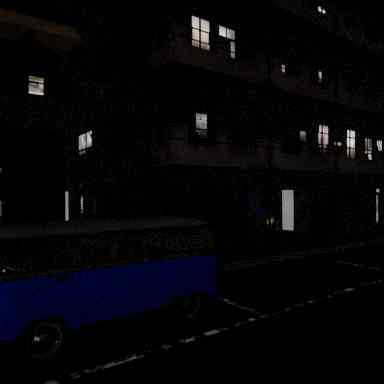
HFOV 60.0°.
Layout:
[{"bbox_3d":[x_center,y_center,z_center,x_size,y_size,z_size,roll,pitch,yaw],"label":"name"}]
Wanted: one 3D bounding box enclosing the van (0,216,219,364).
[{"bbox_3d":[-1.417,1.341,5.554,3.998,1.788,1.690,0,0,-35],"label":"van"}]
